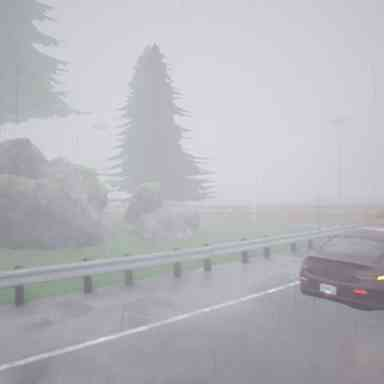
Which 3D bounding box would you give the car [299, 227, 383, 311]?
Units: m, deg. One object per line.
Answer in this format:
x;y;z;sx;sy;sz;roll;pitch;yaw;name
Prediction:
4.152;1.492;7.147;4.674;1.442;1.812;0;0;-38;car
